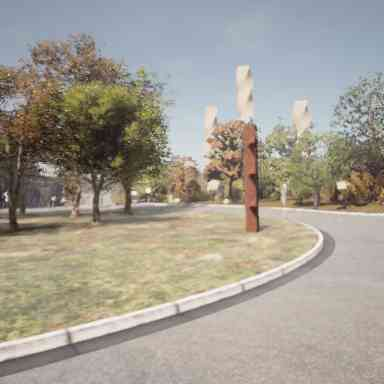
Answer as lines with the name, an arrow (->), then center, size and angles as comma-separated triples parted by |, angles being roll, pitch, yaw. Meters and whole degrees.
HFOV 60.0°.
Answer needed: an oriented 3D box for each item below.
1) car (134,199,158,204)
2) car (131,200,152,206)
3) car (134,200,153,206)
car -> -10.698, 2.379, 79.566 | 4.892, 1.521, 2.231 | -2, -3, -15
car -> -13.737, 2.981, 90.142 | 5.366, 1.575, 1.946 | -2, -2, -15
car -> -12.810, 2.861, 87.536 | 4.792, 1.488, 2.163 | -2, -2, -15
